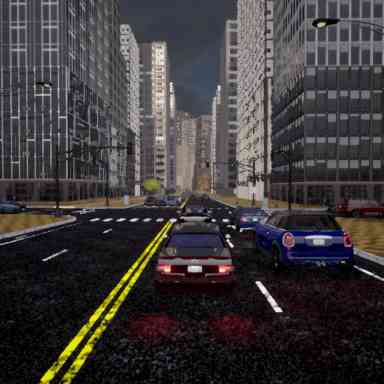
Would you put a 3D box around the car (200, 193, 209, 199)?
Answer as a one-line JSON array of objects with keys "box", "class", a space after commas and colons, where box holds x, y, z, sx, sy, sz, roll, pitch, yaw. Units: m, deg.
[{"box": [3.419, 1.093, 92.203, 2.097, 1.767, 4.553, 0, 0, 0], "class": "car"}]

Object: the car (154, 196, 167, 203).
[{"box": [-6.379, 1.487, 68.166, 2.033, 1.411, 5.357, 0, 0, 0], "class": "car"}]

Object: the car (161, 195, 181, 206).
[{"box": [-3.246, 1.314, 52.544, 2.097, 1.767, 4.553, 0, 0, 0], "class": "car"}]

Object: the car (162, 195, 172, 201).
[{"box": [-6.347, 1.452, 83.828, 2.033, 1.411, 5.357, 0, 0, 0], "class": "car"}]

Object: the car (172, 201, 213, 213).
[{"box": [0.135, 1.481, 18.719, 2.128, 1.511, 4.902, 0, 0, 0], "class": "car"}]

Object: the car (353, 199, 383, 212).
[{"box": [21.881, 1.640, 39.279, 4.829, 1.417, 1.752, 1, 0, 1], "class": "car"}]

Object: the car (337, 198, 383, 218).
[{"box": [16.258, 1.517, 31.003, 5.009, 1.841, 2.192, 1, 0, 1], "class": "car"}]

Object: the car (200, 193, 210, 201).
[{"box": [3.401, 1.392, 81.814, 1.882, 1.535, 5.008, 0, 0, 0], "class": "car"}]

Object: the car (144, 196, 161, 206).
[{"box": [-6.496, 1.463, 52.949, 1.837, 1.490, 4.892, 0, 1, 0], "class": "car"}]

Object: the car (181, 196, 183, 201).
[{"box": [-3.127, 1.468, 68.399, 1.812, 1.442, 4.674, 0, 1, 0], "class": "car"}]

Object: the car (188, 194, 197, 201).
[{"box": [0.150, 1.414, 81.823, 1.837, 1.490, 4.892, 0, 0, 0], "class": "car"}]

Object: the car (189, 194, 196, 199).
[{"box": [0.169, 1.278, 92.240, 2.033, 1.411, 5.357, 0, 0, 0], "class": "car"}]

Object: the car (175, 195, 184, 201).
[{"box": [-3.099, 1.513, 82.584, 1.895, 1.301, 4.718, 0, 0, 0], "class": "car"}]

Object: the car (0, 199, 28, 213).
[{"box": [-19.952, 1.383, 34.257, 5.357, 1.411, 2.033, 1, 1, 1], "class": "car"}]

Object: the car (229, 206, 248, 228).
[{"box": [3.388, 1.536, 20.329, 2.033, 1.411, 5.357, 0, 0, 0], "class": "car"}]

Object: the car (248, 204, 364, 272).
[{"box": [3.369, 1.347, 10.944, 2.097, 1.767, 4.553, 0, 0, 0], "class": "car"}]

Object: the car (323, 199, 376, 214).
[{"box": [17.330, 1.622, 36.767, 4.892, 1.490, 1.837, 0, 1, 1], "class": "car"}]

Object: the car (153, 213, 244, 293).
[{"box": [0.110, 1.543, 8.974, 2.033, 1.411, 5.357, 0, 0, 1], "class": "car"}]
